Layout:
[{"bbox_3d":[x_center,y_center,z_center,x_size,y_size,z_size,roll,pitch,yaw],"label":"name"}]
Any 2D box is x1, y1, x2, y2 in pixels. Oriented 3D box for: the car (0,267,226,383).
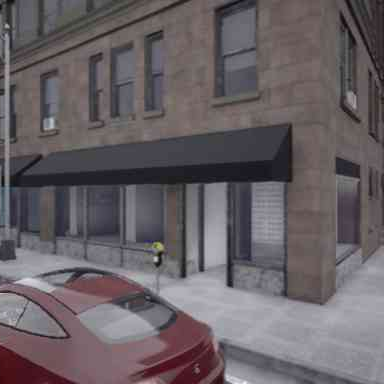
[{"bbox_3d":[-1.614,1.592,3.963,4.206,1.307,1.802,0,0,36],"label":"car"}]
